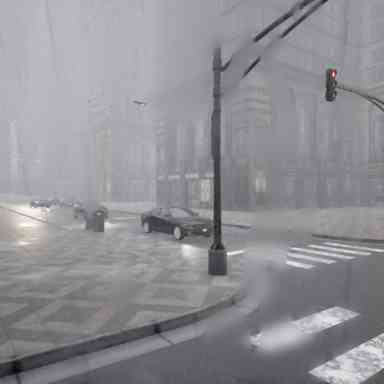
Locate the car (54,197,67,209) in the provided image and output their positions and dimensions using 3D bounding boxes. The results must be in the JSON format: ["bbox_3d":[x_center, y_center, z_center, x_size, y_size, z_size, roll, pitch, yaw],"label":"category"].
[{"bbox_3d":[-16.317,1.489,44.318,2.033,1.411,5.357,0,0,-35],"label":"car"}]

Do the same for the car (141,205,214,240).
[{"bbox_3d":[-0.871,1.470,17.226,1.882,1.535,5.008,0,0,-36],"label":"car"}]

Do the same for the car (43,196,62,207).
[{"bbox_3d":[-21.957,1.446,52.133,1.812,1.442,4.674,0,0,-35],"label":"car"}]

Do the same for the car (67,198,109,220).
[{"bbox_3d":[-8.577,1.476,28.034,2.128,1.511,4.902,0,0,-35],"label":"car"}]

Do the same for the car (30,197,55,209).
[{"bbox_3d":[-20.687,1.490,45.175,2.033,1.411,5.357,0,0,-35],"label":"car"}]
